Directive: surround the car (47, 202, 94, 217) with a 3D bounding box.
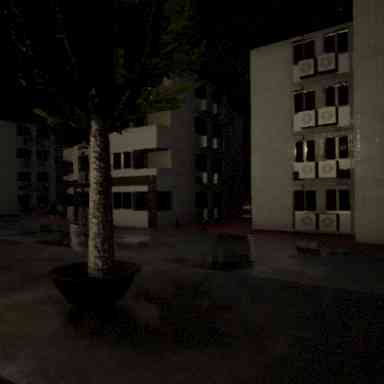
[{"bbox_3d":[-14.018,2.000,38.500,4.974,1.542,2.038,0,0,-25],"label":"car"}]

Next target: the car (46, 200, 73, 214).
[{"bbox_3d":[-16.100,1.784,40.403,1.845,1.501,3.633,0,0,-43],"label":"car"}]

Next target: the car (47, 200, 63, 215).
[{"bbox_3d":[-14.067,1.843,38.479,4.536,1.218,1.853,0,0,-25],"label":"car"}]
